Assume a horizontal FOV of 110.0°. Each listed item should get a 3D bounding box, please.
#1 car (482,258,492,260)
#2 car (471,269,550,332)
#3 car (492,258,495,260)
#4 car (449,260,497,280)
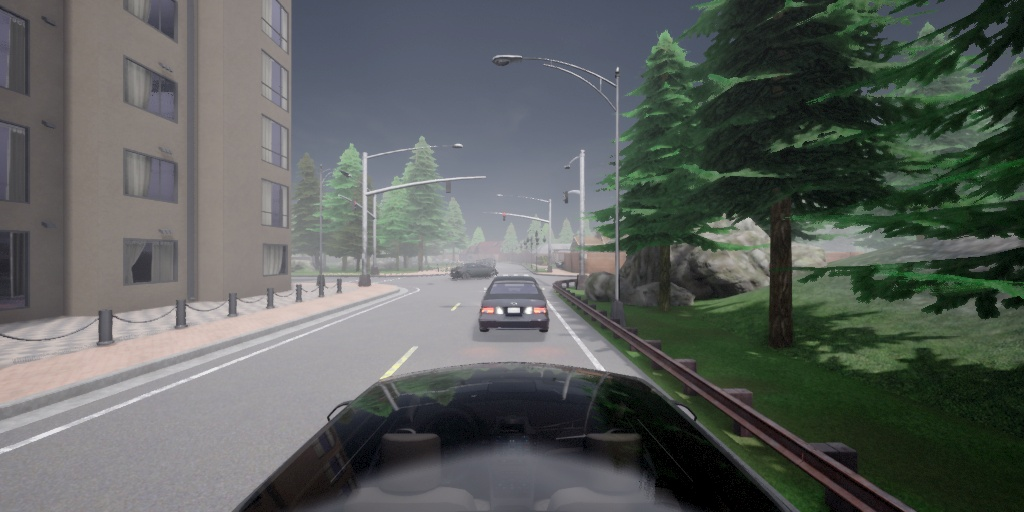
[{"bbox_3d":[-4.012,1.225,46.336,1.837,1.490,4.892,0,0,0],"label":"car"},{"bbox_3d":[0.066,1.297,10.778,2.033,1.411,5.357,0,0,1],"label":"car"},{"bbox_3d":[-4.068,1.225,55.802,1.837,1.490,4.892,0,0,0],"label":"car"},{"bbox_3d":[-3.257,1.293,30.837,4.181,1.385,1.994,0,0,-39],"label":"car"}]
